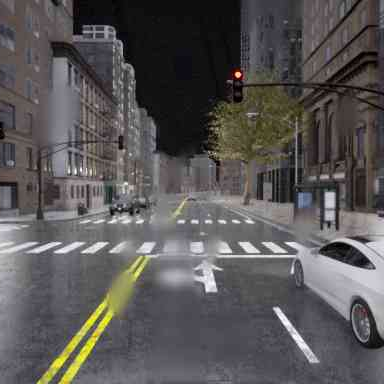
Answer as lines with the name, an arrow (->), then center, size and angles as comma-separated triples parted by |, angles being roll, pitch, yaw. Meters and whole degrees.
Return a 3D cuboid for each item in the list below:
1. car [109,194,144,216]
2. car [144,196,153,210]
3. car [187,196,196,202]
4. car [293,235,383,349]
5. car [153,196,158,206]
car -> -6.592, 1.197, 33.241 | 2.150, 2.045, 5.566 | 0, 0, 1
car -> -6.626, 1.435, 43.352 | 1.882, 1.535, 5.008 | 0, 0, 0
car -> -0.042, 1.434, 73.490 | 1.895, 1.301, 4.718 | 0, 0, 0
car -> 3.346, 1.524, 6.128 | 1.812, 1.442, 4.674 | 0, 0, 0
car -> -6.624, 1.418, 53.670 | 2.128, 1.511, 4.902 | 0, 0, 0
